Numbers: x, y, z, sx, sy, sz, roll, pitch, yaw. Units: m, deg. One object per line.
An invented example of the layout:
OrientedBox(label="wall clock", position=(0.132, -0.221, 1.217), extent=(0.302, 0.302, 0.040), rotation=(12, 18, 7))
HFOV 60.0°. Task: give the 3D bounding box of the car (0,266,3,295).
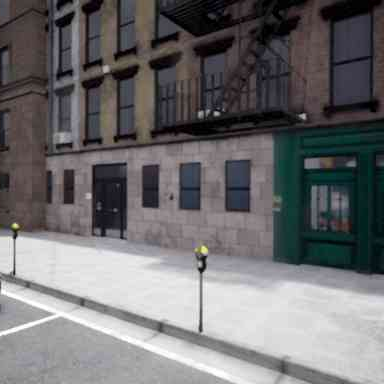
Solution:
OrientedBox(label="car", position=(-5.398, 1.529, 6.694), extent=(4.206, 1.307, 1.802), rotation=(0, 0, 36))
